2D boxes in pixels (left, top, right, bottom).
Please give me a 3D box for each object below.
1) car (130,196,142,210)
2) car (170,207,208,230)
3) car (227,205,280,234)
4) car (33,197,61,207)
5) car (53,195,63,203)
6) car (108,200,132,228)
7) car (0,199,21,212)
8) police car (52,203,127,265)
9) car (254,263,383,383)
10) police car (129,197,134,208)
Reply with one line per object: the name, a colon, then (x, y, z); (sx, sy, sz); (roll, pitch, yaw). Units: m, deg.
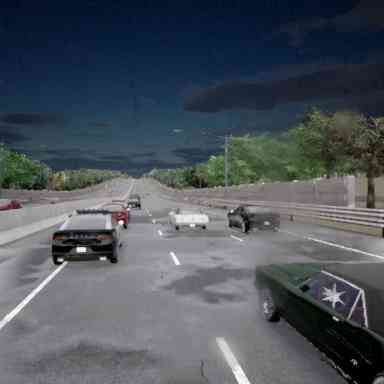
car: (-8.076, 1.635, 46.371); (1.882, 1.535, 5.008); (0, 0, -9)
car: (-0.344, 1.619, 21.296); (1.895, 1.301, 4.718); (0, 0, -9)
car: (3.475, 1.490, 19.624); (1.882, 1.535, 5.008); (0, 0, -9)
car: (-17.866, 1.692, 40.551); (1.994, 1.385, 4.181); (0, 0, -9)
car: (-30.399, 1.548, 74.526); (2.097, 1.767, 4.553); (0, -1, -9)
car: (-5.117, 1.500, 21.672); (1.882, 1.535, 5.008); (0, 0, -9)
car: (-20.895, 1.588, 37.361); (1.882, 1.535, 5.008); (0, 0, -9)
police car: (-3.525, 1.425, 11.902); (1.930, 1.638, 5.238); (0, 0, -9)
car: (2.414, 1.598, 4.372); (1.895, 1.301, 4.718); (0, 0, -9)
police car: (-6.101, 1.470, 27.708); (1.930, 1.638, 5.238); (0, 0, -9)
